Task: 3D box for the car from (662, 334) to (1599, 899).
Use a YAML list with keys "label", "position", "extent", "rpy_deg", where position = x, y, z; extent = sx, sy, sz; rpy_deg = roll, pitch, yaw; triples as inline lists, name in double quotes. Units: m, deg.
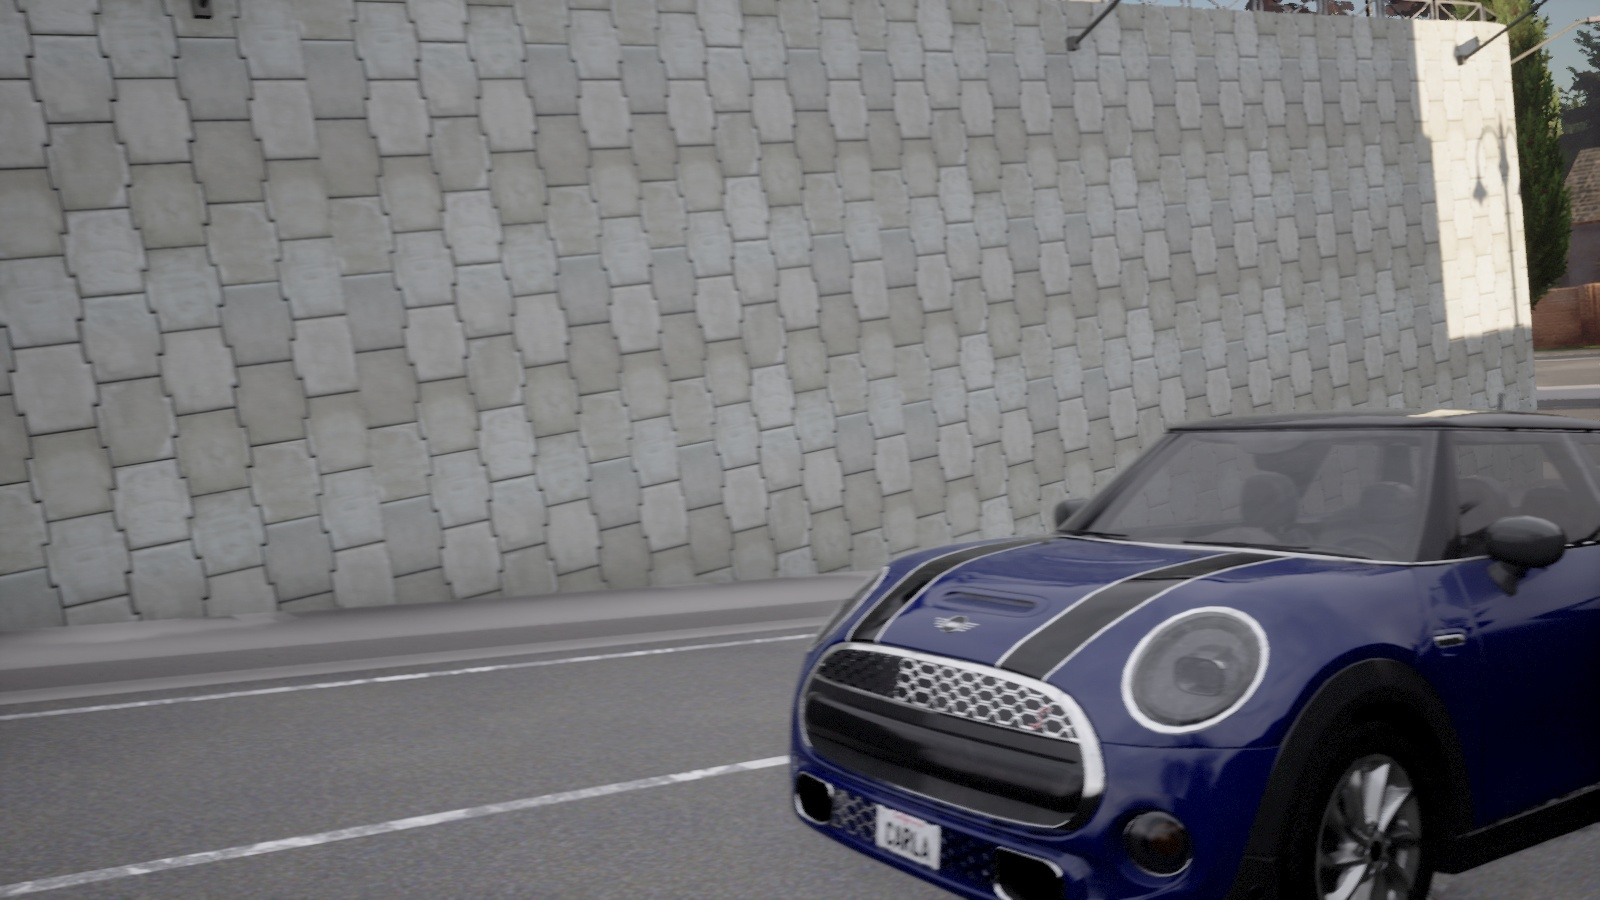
- label: "car"
  position: [1.965, 0.617, 5.028]
  extent: [4.553, 1.767, 2.097]
  rpy_deg: [0, 0, -35]
